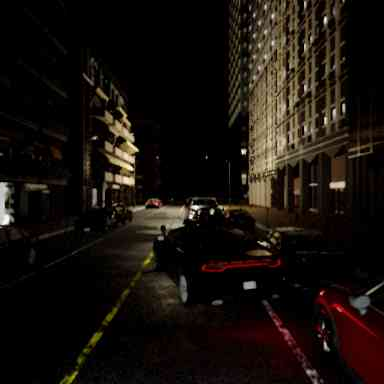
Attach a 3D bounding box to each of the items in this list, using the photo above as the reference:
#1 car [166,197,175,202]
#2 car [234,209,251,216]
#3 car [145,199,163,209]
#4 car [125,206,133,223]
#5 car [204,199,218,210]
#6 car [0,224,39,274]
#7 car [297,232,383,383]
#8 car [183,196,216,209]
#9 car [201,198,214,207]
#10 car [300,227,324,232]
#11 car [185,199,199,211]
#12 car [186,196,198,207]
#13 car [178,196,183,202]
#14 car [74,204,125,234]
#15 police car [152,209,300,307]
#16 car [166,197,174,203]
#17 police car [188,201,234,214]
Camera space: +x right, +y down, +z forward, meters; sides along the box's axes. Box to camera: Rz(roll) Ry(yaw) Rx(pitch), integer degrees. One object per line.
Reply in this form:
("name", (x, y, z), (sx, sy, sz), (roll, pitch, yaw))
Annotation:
("car", (-5.634, 2.034, 87.973), (2.008, 1.369, 4.403), (0, 0, 0))
("car", (2.703, 1.667, 20.187), (1.947, 1.339, 4.313), (0, 0, 0))
("car", (-5.660, 1.694, 48.435), (1.967, 1.590, 4.097), (0, 0, 0))
("car", (-5.675, 1.655, 25.671), (1.752, 1.417, 4.829), (0, 0, 0))
("car", (2.721, 1.798, 48.428), (1.887, 1.381, 4.507), (0, 0, 0))
("car", (-5.685, 1.595, 8.895), (2.008, 1.369, 4.403), (0, 0, 0))
("car", (2.692, 1.456, 3.241), (1.967, 1.590, 4.097), (0, 0, 0))
("car", (0.687, 1.347, 24.429), (2.150, 2.045, 5.566), (0, 0, -4))
("car", (2.727, 1.867, 59.726), (2.008, 1.369, 4.403), (0, 0, 0))
("car", (2.695, 1.594, 8.890), (2.008, 1.369, 4.403), (0, 0, 0))
("car", (0.055, 1.742, 45.502), (1.837, 1.490, 4.892), (0, 0, 1))
("car", (0.038, 1.671, 60.134), (2.097, 1.767, 4.553), (0, 0, 0))
("car", (-2.938, 1.872, 94.106), (2.097, 1.767, 4.553), (0, 0, 0))
("car", (-5.678, 1.667, 20.192), (1.947, 1.339, 4.313), (0, 0, 0))
("police car", (0.253, 1.466, 8.389), (1.930, 1.638, 5.238), (0, 0, -18))
("car", (-5.638, 2.000, 82.325), (2.008, 1.369, 4.403), (0, 0, 0))
("police car", (0.912, 1.518, 18.512), (1.930, 1.638, 5.238), (0, 0, 0))
